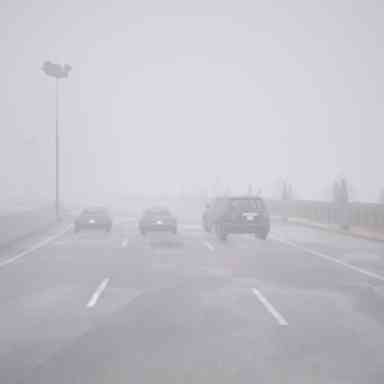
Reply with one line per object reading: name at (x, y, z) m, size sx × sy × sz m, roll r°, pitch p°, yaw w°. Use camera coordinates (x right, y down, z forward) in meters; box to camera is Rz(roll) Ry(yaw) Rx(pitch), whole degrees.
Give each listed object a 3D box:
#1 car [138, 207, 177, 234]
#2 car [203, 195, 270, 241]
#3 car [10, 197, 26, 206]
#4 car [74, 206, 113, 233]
car at (-2.057, 1.528, 19.086) m, size 1.994 × 1.385 × 4.181 m, roll 0°, pitch 0°, yaw -11°
car at (2.017, 1.177, 16.577) m, size 2.150 × 2.045 × 5.566 m, roll 0°, pitch 0°, yaw -9°
car at (-27.936, 1.524, 53.247) m, size 2.033 × 1.411 × 5.357 m, roll 0°, pitch 0°, yaw -34°
car at (-5.764, 1.539, 19.845) m, size 1.994 × 1.385 × 4.181 m, roll 0°, pitch 0°, yaw -11°
